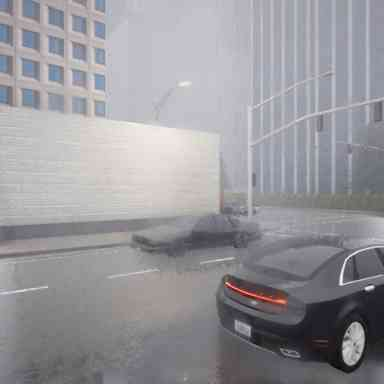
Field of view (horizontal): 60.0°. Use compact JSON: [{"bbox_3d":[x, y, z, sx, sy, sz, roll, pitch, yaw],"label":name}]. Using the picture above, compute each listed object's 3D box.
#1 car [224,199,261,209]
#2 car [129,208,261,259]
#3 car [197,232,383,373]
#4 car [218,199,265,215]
[{"bbox_3d":[3.592,1.603,31.555,2.033,1.411,5.357,0,0,-36],"label":"car"},{"bbox_3d":[0.354,1.547,12.840,5.357,1.411,2.033,0,0,-35],"label":"car"},{"bbox_3d":[2.636,1.505,5.676,4.892,1.490,1.837,0,0,-35],"label":"car"},{"bbox_3d":[5.157,1.547,35.386,2.128,1.511,4.902,0,0,-36],"label":"car"}]
